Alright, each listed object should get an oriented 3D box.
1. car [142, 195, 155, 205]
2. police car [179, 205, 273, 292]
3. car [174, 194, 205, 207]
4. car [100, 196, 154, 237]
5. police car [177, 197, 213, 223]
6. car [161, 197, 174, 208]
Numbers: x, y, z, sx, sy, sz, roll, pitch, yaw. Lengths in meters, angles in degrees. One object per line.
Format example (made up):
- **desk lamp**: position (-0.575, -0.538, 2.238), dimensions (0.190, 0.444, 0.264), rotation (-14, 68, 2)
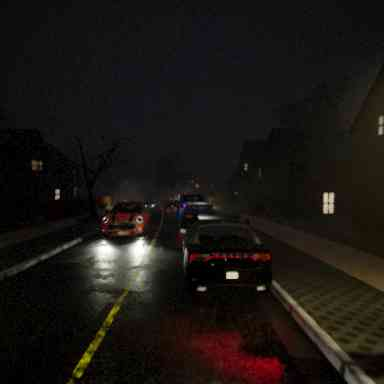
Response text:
- **car**: position (-7.535, 1.491, 59.025), dimensions (2.033, 1.411, 5.357), rotation (0, 0, -8)
- **police car**: position (0.702, 1.377, 8.928), dimensions (1.930, 1.638, 5.238), rotation (0, 0, -1)
- **car**: position (-0.044, 1.130, 24.934), dimensions (2.150, 2.045, 5.566), rotation (0, 0, -4)
- **car**: position (-3.338, 1.282, 17.424), dimensions (2.097, 1.767, 4.553), rotation (0, 0, -3)
- **police car**: position (0.312, 1.343, 18.986), dimensions (1.930, 1.638, 5.238), rotation (0, 0, -3)
- **car**: position (-2.787, 1.497, 45.400), dimensions (1.895, 1.301, 4.718), rotation (0, 0, -7)
